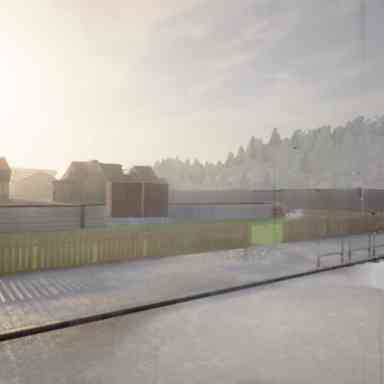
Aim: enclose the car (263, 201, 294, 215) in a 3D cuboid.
[{"bbox_3d":[10.016,1.920,39.788,1.837,1.490,4.892,1,2,-36],"label":"car"}]
